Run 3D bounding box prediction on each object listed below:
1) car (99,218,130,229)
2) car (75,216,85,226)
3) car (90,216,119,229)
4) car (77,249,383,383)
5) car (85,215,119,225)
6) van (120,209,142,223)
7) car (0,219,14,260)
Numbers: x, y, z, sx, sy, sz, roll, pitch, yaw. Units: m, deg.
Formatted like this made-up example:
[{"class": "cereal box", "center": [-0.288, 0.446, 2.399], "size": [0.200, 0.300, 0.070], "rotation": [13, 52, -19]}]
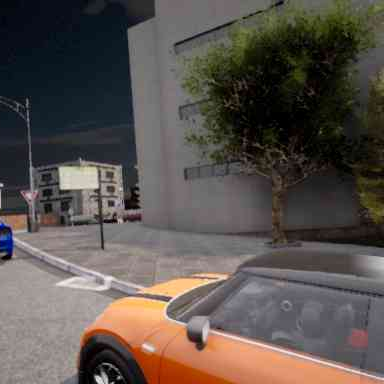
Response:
[{"class": "car", "center": [-14.141, 5.690, 60.453], "size": [5.366, 1.575, 1.946], "rotation": [-6, -7, 24]}, {"class": "car", "center": [-16.340, 5.196, 55.205], "size": [5.008, 1.535, 2.097], "rotation": [-6, -7, 24]}, {"class": "car", "center": [-15.159, 5.299, 57.734], "size": [4.553, 1.767, 2.185], "rotation": [-6, -7, 24]}, {"class": "car", "center": [0.981, 1.352, 3.067], "size": [4.553, 1.767, 2.097], "rotation": [0, 0, 37]}, {"class": "car", "center": [-13.399, 4.515, 50.639], "size": [2.128, 1.511, 4.902], "rotation": [-6, -7, 24]}, {"class": "van", "center": [-7.232, 3.314, 45.371], "size": [4.442, 1.987, 1.878], "rotation": [-6, -7, 24]}, {"class": "car", "center": [-7.333, 1.357, 10.857], "size": [1.882, 1.535, 5.008], "rotation": [-2, 1, -41]}]
